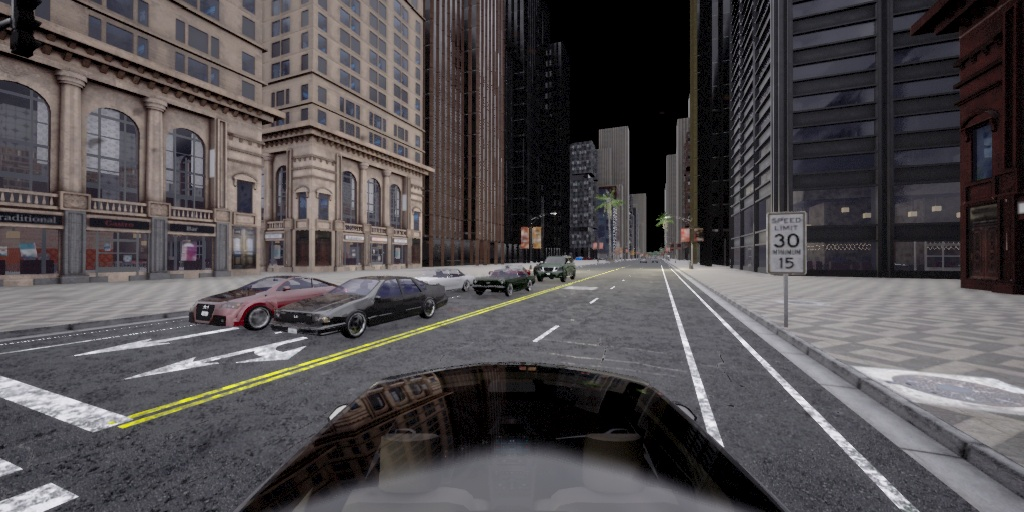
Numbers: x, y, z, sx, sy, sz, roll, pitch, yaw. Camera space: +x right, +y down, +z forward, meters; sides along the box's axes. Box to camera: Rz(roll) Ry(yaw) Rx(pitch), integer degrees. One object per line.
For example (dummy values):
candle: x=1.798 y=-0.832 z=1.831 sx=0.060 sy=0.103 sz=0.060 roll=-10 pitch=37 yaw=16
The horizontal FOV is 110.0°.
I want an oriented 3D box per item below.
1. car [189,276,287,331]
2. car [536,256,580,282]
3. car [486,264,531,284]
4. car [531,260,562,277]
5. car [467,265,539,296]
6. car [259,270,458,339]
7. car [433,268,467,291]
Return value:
car: x=-7.218 y=1.315 z=11.149 sx=1.994 sy=1.385 sz=4.181 roll=0 pitch=0 yaw=22
car: x=3.733 y=0.986 z=29.332 sx=2.150 sy=2.045 sz=5.566 roll=0 pitch=0 yaw=22
car: x=-0.132 y=1.364 z=28.480 sx=1.895 sy=1.301 sz=4.718 roll=0 pitch=0 yaw=22
car: x=3.768 y=1.250 z=37.911 sx=1.882 sy=1.535 sz=5.008 roll=0 pitch=0 yaw=23
car: x=-0.321 y=1.357 z=19.433 sx=1.895 sy=1.301 sz=4.718 roll=0 pitch=0 yaw=22
car: x=-3.952 y=1.299 z=10.558 sx=2.033 sy=1.411 sz=5.357 roll=0 pitch=0 yaw=22
car: x=-3.905 y=1.356 z=19.260 sx=1.895 sy=1.301 sz=4.718 roll=0 pitch=0 yaw=22
